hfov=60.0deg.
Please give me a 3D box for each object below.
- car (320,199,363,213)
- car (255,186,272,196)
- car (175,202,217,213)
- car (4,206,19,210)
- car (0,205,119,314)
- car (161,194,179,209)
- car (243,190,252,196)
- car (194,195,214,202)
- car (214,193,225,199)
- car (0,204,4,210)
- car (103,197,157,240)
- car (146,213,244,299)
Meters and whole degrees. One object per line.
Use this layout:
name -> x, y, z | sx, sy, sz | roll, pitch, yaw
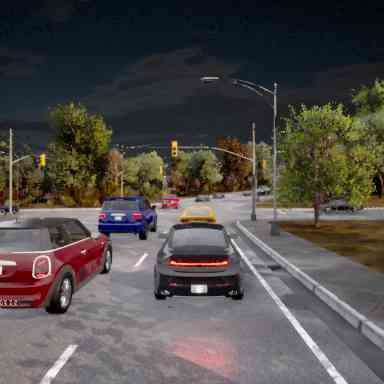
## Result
car -> 16.385, 1.534, 37.011 | 4.902, 1.511, 2.128 | -1, 0, 4
car -> 17.947, 0.150, 83.044 | 1.882, 1.535, 5.008 | 0, 3, 33
car -> 0.348, 1.518, 17.846 | 1.882, 1.535, 5.008 | 0, 0, 2
car -> -21.174, 1.827, 35.662 | 4.718, 1.301, 1.895 | -1, 0, 3
car -> -3.353, 1.363, 7.801 | 2.097, 1.767, 4.553 | 0, 0, 1
car -> -3.081, 1.358, 46.952 | 2.150, 2.045, 5.566 | 0, 0, 1
car -> 14.627, 0.267, 84.324 | 1.994, 1.385, 4.181 | 0, 3, 33
car -> 2.122, 1.383, 67.029 | 2.033, 1.411, 5.357 | 0, 2, 21
car -> 6.141, 0.934, 76.217 | 1.994, 1.385, 4.181 | 0, 3, 26
car -> -21.519, 1.709, 32.172 | 4.902, 1.511, 2.128 | -1, 0, 4
car -> -3.181, 1.260, 17.364 | 2.150, 2.045, 5.566 | 0, 0, 2
car -> 0.154, 1.517, 8.467 | 1.837, 1.490, 4.892 | 0, 0, 1
